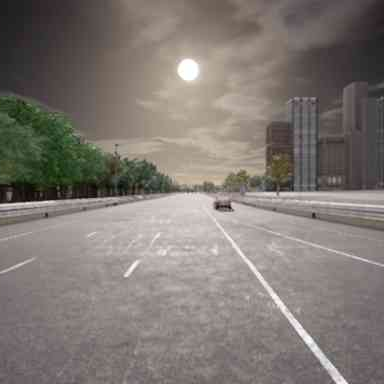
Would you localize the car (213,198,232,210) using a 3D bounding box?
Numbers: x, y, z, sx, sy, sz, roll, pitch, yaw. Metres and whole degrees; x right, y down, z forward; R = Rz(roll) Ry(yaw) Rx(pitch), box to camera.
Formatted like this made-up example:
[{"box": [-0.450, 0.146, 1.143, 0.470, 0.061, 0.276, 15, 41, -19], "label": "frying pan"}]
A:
[{"box": [3.834, 1.467, 42.895, 2.163, 1.488, 4.792, 0, 0, -3], "label": "car"}]
